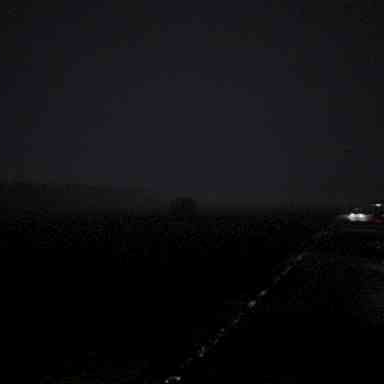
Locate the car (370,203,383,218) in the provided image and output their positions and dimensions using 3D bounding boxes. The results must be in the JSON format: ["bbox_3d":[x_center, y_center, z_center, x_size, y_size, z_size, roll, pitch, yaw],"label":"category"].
[{"bbox_3d":[20.974,2.211,36.481,1.895,1.301,4.718,0,-1,28],"label":"car"}]

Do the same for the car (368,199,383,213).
[{"bbox_3d":[26.678,1.997,47.798,2.150,2.045,5.566,0,-1,27],"label":"car"}]

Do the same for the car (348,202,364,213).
[{"bbox_3d":[23.554,2.244,47.722,2.128,1.511,4.902,0,-1,27],"label":"car"}]
